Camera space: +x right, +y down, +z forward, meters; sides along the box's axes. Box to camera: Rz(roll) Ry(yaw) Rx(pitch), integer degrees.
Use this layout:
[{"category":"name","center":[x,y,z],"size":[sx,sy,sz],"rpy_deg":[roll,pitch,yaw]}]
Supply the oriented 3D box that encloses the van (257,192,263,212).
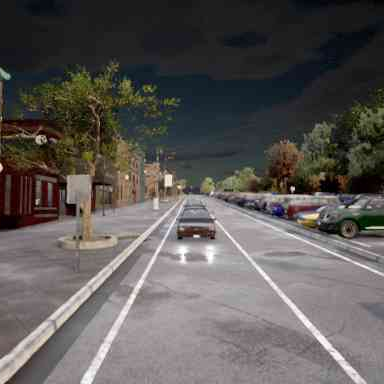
[{"category":"van","center":[9.280,1.276,33.801],"size":[4.442,1.987,1.878],"rpy_deg":[0,0,0]}]

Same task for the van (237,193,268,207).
[{"category":"van","center":[9.161,1.194,50.626],"size":[4.442,1.987,1.878],"rpy_deg":[0,0,0]}]

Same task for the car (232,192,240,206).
[{"category":"car","center":[9.036,1.189,47.821],"size":[5.566,2.045,2.435],"rpy_deg":[0,0,0]}]

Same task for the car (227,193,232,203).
[{"category":"car","center":[8.999,1.380,56.233],"size":[4.892,1.521,2.231],"rpy_deg":[0,0,0]}]

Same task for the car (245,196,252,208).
[{"category":"car","center":[9.121,1.528,39.412],"size":[4.674,1.452,2.002],"rpy_deg":[0,0,0]}]

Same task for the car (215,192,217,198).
[{"category":"car","center":[8.822,1.194,81.461],"size":[5.008,1.535,2.097],"rpy_deg":[0,0,0]}]

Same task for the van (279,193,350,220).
[{"category":"van","center":[9.339,1.277,25.389],"size":[4.442,1.987,1.878],"rpy_deg":[0,0,0]}]

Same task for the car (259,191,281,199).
[{"category":"car","center":[21.797,0.859,93.129],"size":[5.566,2.045,2.435],"rpy_deg":[0,0,0]}]

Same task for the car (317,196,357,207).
[{"category":"car","center":[22.306,1.413,51.256],"size":[5.366,1.575,1.946],"rpy_deg":[0,0,0]}]

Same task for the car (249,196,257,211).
[{"category":"car","center":[9.172,1.528,36.604],"size":[4.792,1.488,2.163],"rpy_deg":[0,0,0]}]

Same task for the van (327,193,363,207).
[{"category":"van","center":[22.256,1.211,48.479],"size":[4.442,1.987,1.878],"rpy_deg":[0,0,0]}]

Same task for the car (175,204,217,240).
[{"category":"car","center":[0.195,1.560,17.292],"size":[2.033,1.411,5.357],"rpy_deg":[0,0,0]}]

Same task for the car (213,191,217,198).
[{"category":"car","center":[8.759,1.183,87.068],"size":[4.792,1.488,2.163],"rpy_deg":[0,0,0]}]

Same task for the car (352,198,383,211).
[{"category":"car","center":[22.227,1.515,40.152],"size":[4.792,1.488,2.163],"rpy_deg":[0,0,0]}]

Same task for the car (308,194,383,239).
[{"category":"car","center":[9.253,1.247,16.979],"size":[5.566,2.045,2.435],"rpy_deg":[0,0,0]}]

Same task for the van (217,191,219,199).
[{"category":"van","center":[8.731,0.989,78.656],"size":[4.442,1.987,1.878],"rpy_deg":[0,0,0]}]

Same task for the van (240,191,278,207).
[{"category":"van","center":[9.201,1.234,45.022],"size":[4.442,1.987,1.878],"rpy_deg":[0,0,0]}]

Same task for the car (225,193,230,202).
[{"category":"car","center":[8.963,1.378,61.840],"size":[4.674,1.452,2.002],"rpy_deg":[0,0,0]}]

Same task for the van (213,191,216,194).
[{"category":"van","center":[8.652,0.907,89.868],"size":[4.442,1.987,1.878],"rpy_deg":[0,0,0]}]

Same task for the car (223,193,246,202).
[{"category":"car","center":[8.875,1.150,70.248],"size":[4.553,1.767,2.185],"rpy_deg":[0,0,0]}]

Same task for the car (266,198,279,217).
[{"category":"car","center":[9.197,1.505,28.192],"size":[5.008,1.535,2.097],"rpy_deg":[0,0,0]}]

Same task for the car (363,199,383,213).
[{"category":"car","center":[22.188,1.527,37.369],"size":[4.792,1.488,2.163],"rpy_deg":[0,0,0]}]

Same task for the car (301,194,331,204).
[{"category":"car","center":[22.092,1.230,59.582],"size":[4.553,1.767,2.185],"rpy_deg":[0,0,0]}]

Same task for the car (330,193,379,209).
[{"category":"car","center":[22.188,1.205,45.702],"size":[5.566,2.045,2.435],"rpy_deg":[0,0,0]}]

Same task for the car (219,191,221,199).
[{"category":"car","center":[8.898,1.045,67.444],"size":[5.566,2.045,2.435],"rpy_deg":[0,0,0]}]

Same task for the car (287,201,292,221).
[{"category":"car","center":[9.245,1.542,22.585],"size":[4.674,1.452,2.002],"rpy_deg":[0,0,0]}]

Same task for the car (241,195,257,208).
[{"category":"car","center":[9.110,1.475,42.215],"size":[4.892,1.521,2.231],"rpy_deg":[0,0,0]}]

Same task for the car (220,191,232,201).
[{"category":"car","center":[8.917,1.066,64.641],"size":[5.566,2.045,2.435],"rpy_deg":[0,0,0]}]

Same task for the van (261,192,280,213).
[{"category":"van","center":[9.066,1.279,30.998],"size":[4.442,1.987,1.878],"rpy_deg":[0,0,0]}]

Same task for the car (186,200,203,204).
[{"category":"car","center":[0.222,1.490,29.797],"size":[2.128,1.511,4.902],"rpy_deg":[0,0,0]}]

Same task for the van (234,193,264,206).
[{"category":"van","center":[9.141,1.173,53.429],"size":[4.442,1.987,1.878],"rpy_deg":[0,0,0]}]

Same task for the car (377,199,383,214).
[{"category":"car","center":[22.422,1.498,34.598],"size":[5.366,1.575,1.946],"rpy_deg":[0,0,0]}]

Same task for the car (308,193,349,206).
[{"category":"car","center":[22.129,1.145,54.029],"size":[5.566,2.045,2.435],"rpy_deg":[0,0,0]}]

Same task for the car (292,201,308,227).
[{"category":"car","center":[9.076,1.497,19.781],"size":[5.366,1.575,1.946],"rpy_deg":[0,0,0]}]

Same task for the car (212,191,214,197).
[{"category":"car","center":[8.778,1.142,92.674],"size":[4.792,1.488,2.163],"rpy_deg":[0,0,0]}]
